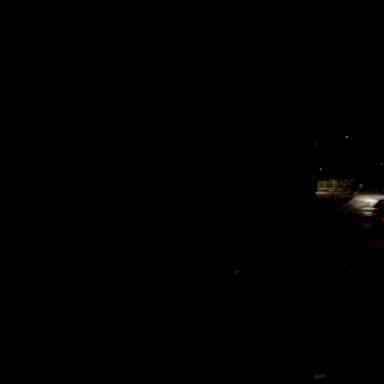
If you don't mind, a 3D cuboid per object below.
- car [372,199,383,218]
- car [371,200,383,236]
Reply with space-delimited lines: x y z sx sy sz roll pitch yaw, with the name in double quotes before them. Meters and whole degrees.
"car" 17.226 1.408 29.517 2.033 1.411 5.357 1 1 29
"car" 10.637 1.440 17.535 1.882 1.535 5.008 1 1 29
